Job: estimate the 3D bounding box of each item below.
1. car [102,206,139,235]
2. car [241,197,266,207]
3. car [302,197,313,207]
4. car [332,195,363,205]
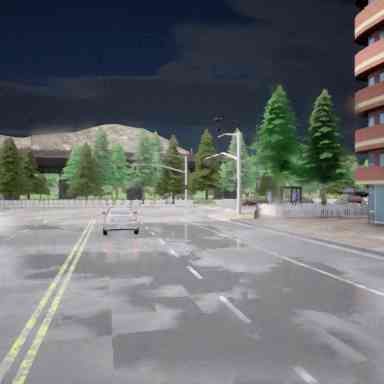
[{"bbox_3d":[-4.045,1.533,18.752,1.812,1.442,4.674,0,0,-14],"label":"car"},{"bbox_3d":[9.114,1.489,49.991,4.674,1.442,1.812,0,0,-13],"label":"car"},{"bbox_3d":[14.989,1.467,47.803,4.892,1.490,1.837,0,0,-13],"label":"car"},{"bbox_3d":[25.016,1.316,53.514,4.553,1.767,2.097,0,0,-9],"label":"car"}]
